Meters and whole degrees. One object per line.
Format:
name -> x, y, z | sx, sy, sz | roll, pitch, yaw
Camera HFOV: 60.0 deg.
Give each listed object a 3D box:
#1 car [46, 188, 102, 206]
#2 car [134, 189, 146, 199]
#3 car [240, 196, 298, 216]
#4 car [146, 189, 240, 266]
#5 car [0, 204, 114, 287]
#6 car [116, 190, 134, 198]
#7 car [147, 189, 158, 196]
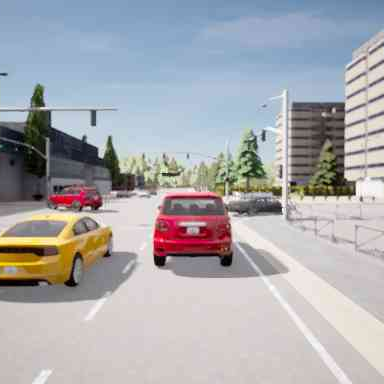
car -> -10.526, 0.636, 29.685 | 5.566, 2.045, 2.150 | 1, 0, 30
car -> -8.442, 0.376, 58.338 | 1.812, 1.442, 4.674 | 0, 1, -1
car -> 5.392, 1.043, 25.504 | 5.357, 1.411, 2.033 | 0, 1, -18
car -> 0.033, 1.002, 10.820 | 2.150, 2.045, 5.566 | 0, 1, 0
car -> -3.465, 1.301, 8.839 | 1.882, 1.535, 5.008 | 0, 1, 0
car -> -11.940, 0.417, 58.220 | 1.994, 1.385, 4.181 | 0, 1, -1
car -> -8.817, 0.028, 74.713 | 1.837, 1.490, 4.892 | 0, 1, -1
